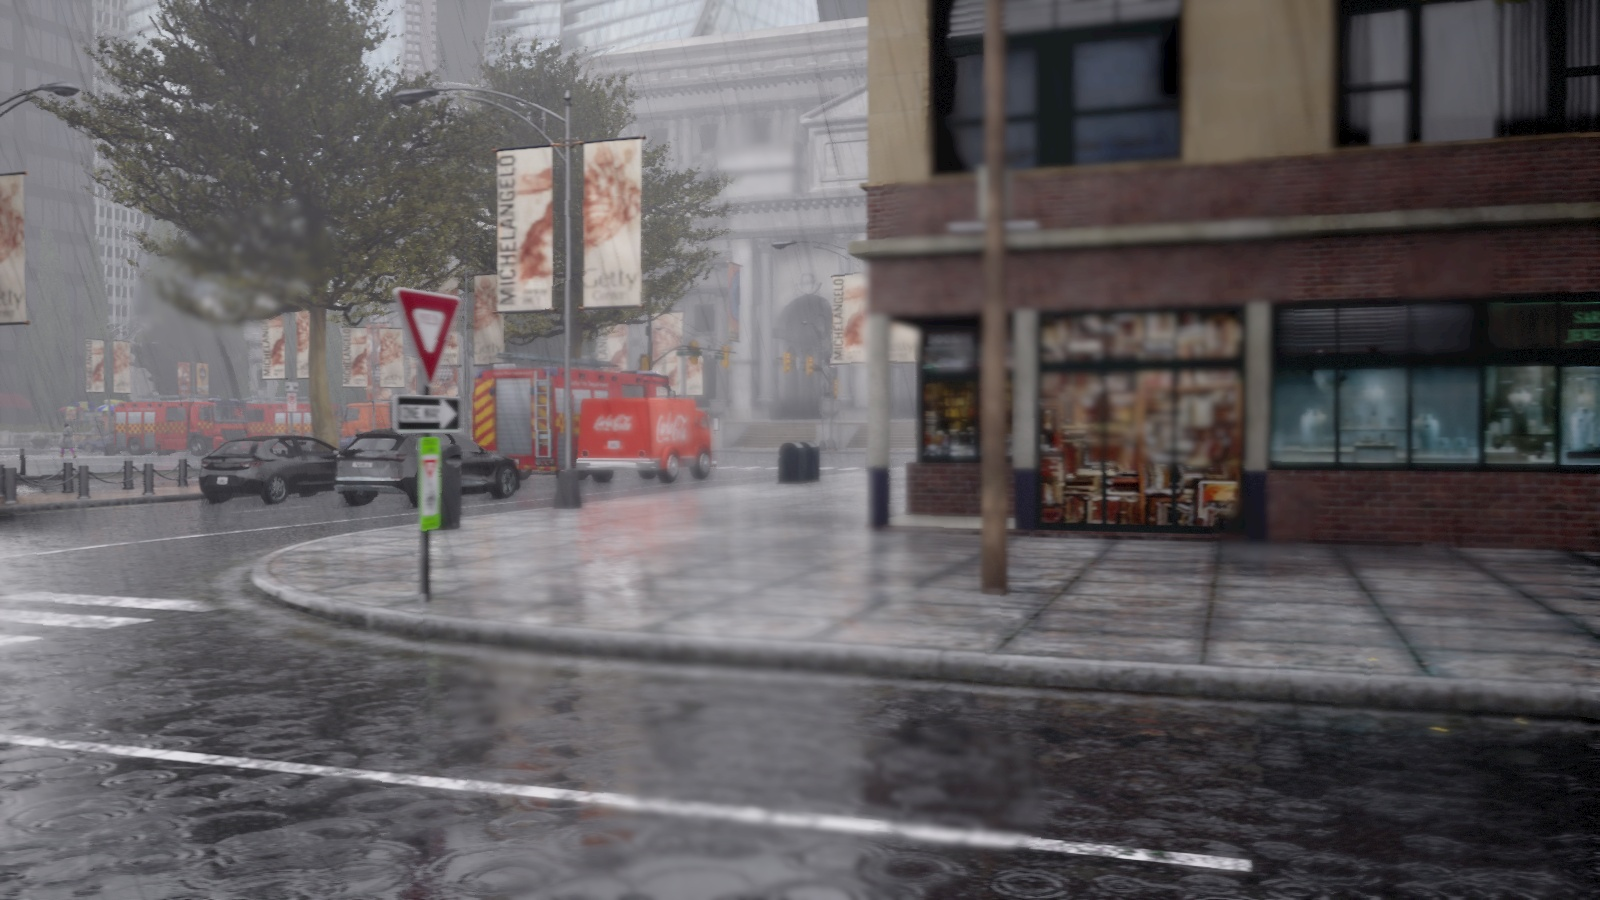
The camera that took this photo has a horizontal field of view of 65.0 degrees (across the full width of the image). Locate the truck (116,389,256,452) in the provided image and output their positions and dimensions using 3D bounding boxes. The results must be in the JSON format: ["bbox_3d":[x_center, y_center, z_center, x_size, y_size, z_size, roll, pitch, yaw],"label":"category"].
[{"bbox_3d":[-38.819,-1.859,79.368,8.468,3.827,2.891,1,1,20],"label":"truck"}]

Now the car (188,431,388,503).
[{"bbox_3d":[-11.342,0.314,28.127,1.816,1.474,4.193,1,1,20],"label":"car"}]

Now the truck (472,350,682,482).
[{"bbox_3d":[-6.929,-1.051,40.680,2.891,3.827,8.468,1,1,20],"label":"truck"}]

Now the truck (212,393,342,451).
[{"bbox_3d":[-35.709,-1.947,85.693,8.468,3.827,2.891,1,1,20],"label":"truck"}]

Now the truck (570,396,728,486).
[{"bbox_3d":[-4.371,-0.305,37.450,2.627,2.467,5.204,1,1,20],"label":"truck"}]

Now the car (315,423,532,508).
[{"bbox_3d":[-7.972,0.264,27.157,2.033,1.649,4.856,1,1,20],"label":"car"}]

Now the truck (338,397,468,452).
[{"bbox_3d":[-26.007,-1.656,82.251,7.936,3.462,2.891,1,1,20],"label":"truck"}]

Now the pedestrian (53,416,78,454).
[{"bbox_3d":[-37.982,-0.792,64.942,0.873,1.952,0.659,1,1,17],"label":"pedestrian"}]
